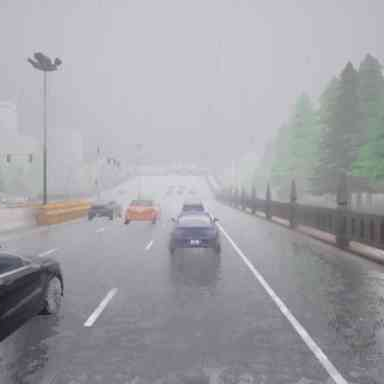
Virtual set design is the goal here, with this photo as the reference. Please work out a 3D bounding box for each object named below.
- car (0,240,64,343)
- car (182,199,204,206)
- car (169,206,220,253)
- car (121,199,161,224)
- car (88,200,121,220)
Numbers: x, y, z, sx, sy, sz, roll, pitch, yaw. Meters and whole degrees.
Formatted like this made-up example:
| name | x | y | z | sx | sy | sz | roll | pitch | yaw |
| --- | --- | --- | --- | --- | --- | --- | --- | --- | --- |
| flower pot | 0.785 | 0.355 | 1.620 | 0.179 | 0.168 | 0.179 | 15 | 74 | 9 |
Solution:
| name | x | y | z | sx | sy | sz | roll | pitch | yaw |
| --- | --- | --- | --- | --- | --- | --- | --- | --- | --- |
| car | -3.401 | 1.475 | 4.562 | 2.128 | 1.511 | 4.902 | 0 | 0 | 0 |
| car | 0.097 | 1.371 | 29.967 | 1.882 | 1.535 | 5.008 | 0 | 0 | 0 |
| car | 0.099 | 1.478 | 13.283 | 1.812 | 1.442 | 4.674 | 0 | 0 | 0 |
| car | -3.402 | 1.267 | 23.882 | 2.097 | 1.767 | 4.553 | 0 | 0 | 0 |
| car | -6.903 | 1.410 | 26.785 | 1.837 | 1.490 | 4.892 | 0 | 0 | 0 |
